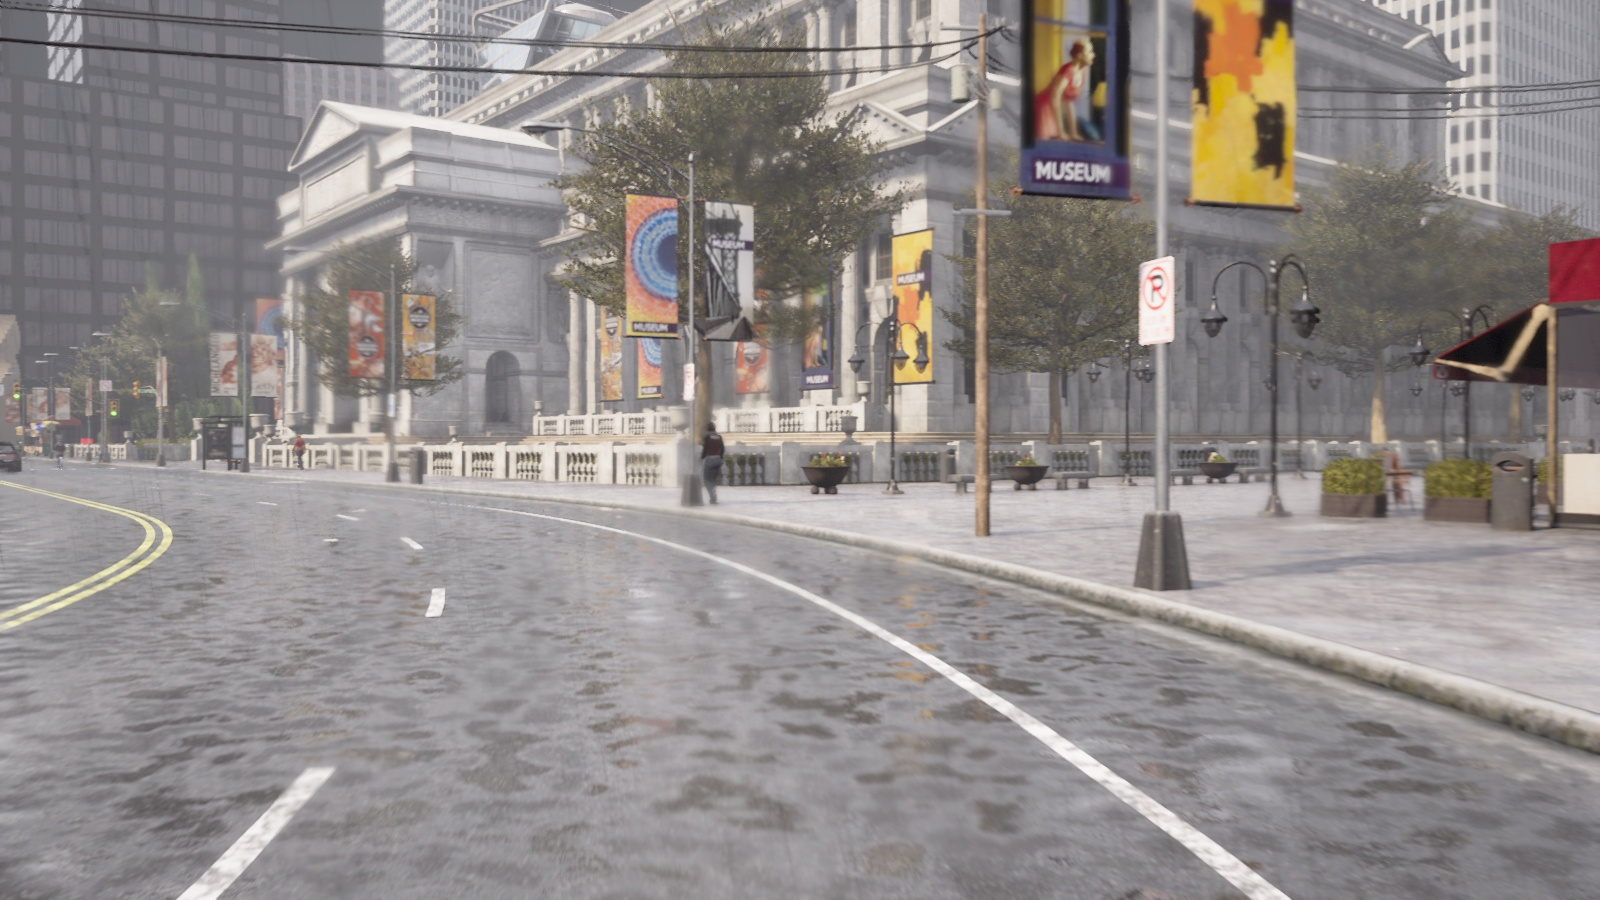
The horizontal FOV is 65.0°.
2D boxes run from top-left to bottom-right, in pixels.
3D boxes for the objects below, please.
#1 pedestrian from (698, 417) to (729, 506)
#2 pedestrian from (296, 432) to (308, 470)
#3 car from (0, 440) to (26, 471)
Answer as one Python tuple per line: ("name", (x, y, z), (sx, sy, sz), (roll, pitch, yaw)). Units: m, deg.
("pedestrian", (-1.892, 0.248, 27.476), (0.402, 1.930, 0.666), (0, 0, -35))
("pedestrian", (-24.891, 0.047, 62.721), (0.331, 1.846, 0.636), (0, 0, -44))
("car", (-44.060, 0.282, 69.123), (2.033, 1.649, 4.856), (0, 0, -37))
